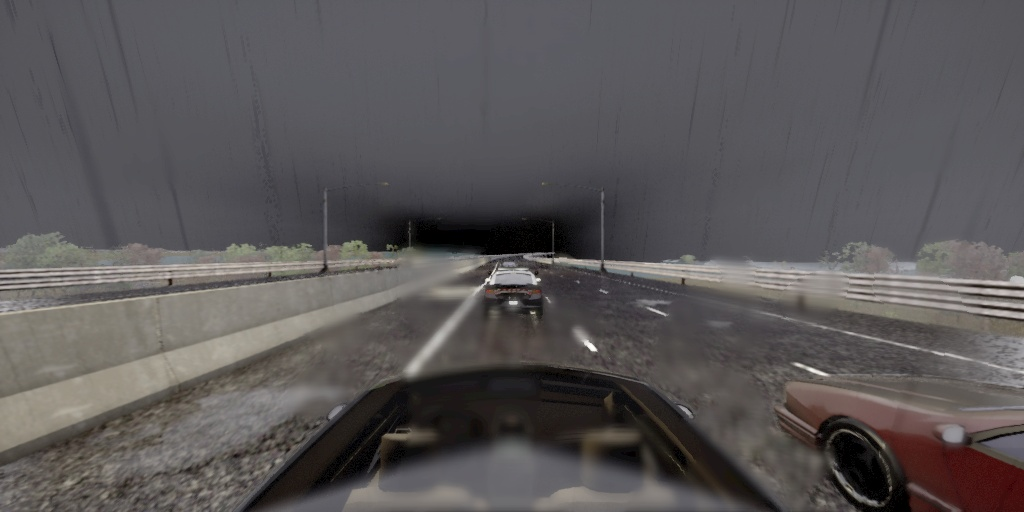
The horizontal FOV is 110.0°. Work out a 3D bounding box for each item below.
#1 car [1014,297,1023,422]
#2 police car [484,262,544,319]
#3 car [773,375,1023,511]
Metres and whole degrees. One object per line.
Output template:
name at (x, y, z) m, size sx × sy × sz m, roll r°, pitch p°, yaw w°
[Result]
car at (7.093, 1.253, 1.966) m, size 1.837 × 1.490 × 4.892 m, roll 0°, pitch 0°, yaw 0°
police car at (0.050, 1.174, 13.015) m, size 1.930 × 1.638 × 5.238 m, roll 0°, pitch 0°, yaw 0°
car at (3.597, 1.297, 1.162) m, size 2.033 × 1.411 × 5.357 m, roll 0°, pitch 0°, yaw 0°
